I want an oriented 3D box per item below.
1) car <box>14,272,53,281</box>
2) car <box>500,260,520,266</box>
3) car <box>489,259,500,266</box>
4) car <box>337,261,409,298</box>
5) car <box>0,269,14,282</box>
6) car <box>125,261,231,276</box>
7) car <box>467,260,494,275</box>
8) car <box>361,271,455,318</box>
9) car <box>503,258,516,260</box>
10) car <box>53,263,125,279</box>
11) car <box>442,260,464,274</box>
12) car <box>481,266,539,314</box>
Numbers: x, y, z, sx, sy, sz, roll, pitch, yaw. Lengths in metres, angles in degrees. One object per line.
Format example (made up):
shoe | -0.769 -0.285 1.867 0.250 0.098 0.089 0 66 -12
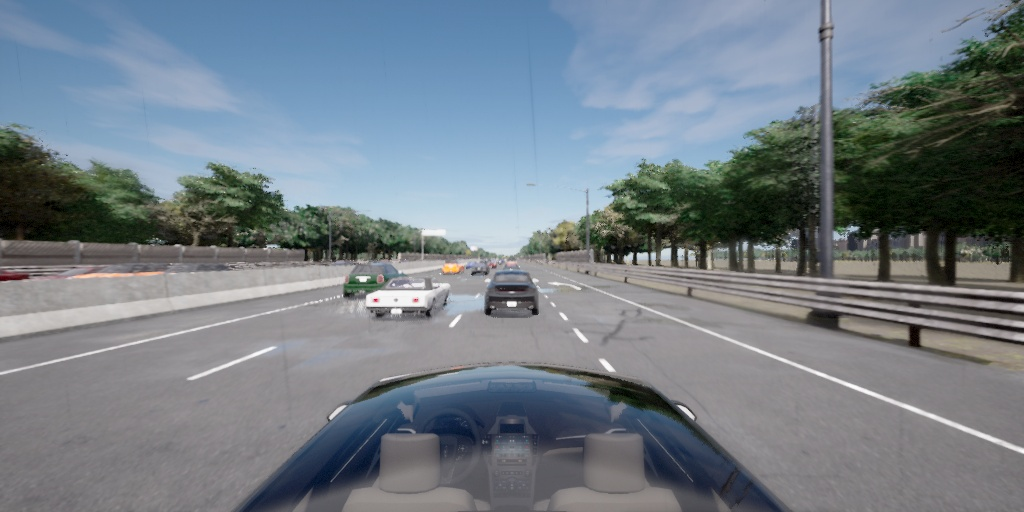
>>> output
car | -24.614 1.356 20.813 1.812 1.442 4.674 0 0 0
car | -0.062 1.479 40.271 1.994 1.385 4.181 0 0 0
car | -3.612 1.638 64.925 1.895 1.301 4.718 0 0 0
car | -7.021 1.170 19.023 2.097 1.767 4.553 0 0 0
car | -28.114 1.297 18.106 1.882 1.535 5.008 0 0 0
car | -17.616 1.175 19.677 2.097 1.767 4.553 0 0 0
car | -3.568 1.467 41.136 2.033 1.411 5.357 0 0 0
car | -3.511 1.395 13.124 1.895 1.301 4.718 0 0 0
car | -0.112 1.388 64.858 2.097 1.767 4.553 0 0 0
car | -21.114 1.175 19.680 2.097 1.767 4.553 0 0 0
car | -7.070 1.284 43.658 2.097 1.767 4.553 0 0 0
car | -0.013 1.303 13.944 1.837 1.490 4.892 0 0 0
